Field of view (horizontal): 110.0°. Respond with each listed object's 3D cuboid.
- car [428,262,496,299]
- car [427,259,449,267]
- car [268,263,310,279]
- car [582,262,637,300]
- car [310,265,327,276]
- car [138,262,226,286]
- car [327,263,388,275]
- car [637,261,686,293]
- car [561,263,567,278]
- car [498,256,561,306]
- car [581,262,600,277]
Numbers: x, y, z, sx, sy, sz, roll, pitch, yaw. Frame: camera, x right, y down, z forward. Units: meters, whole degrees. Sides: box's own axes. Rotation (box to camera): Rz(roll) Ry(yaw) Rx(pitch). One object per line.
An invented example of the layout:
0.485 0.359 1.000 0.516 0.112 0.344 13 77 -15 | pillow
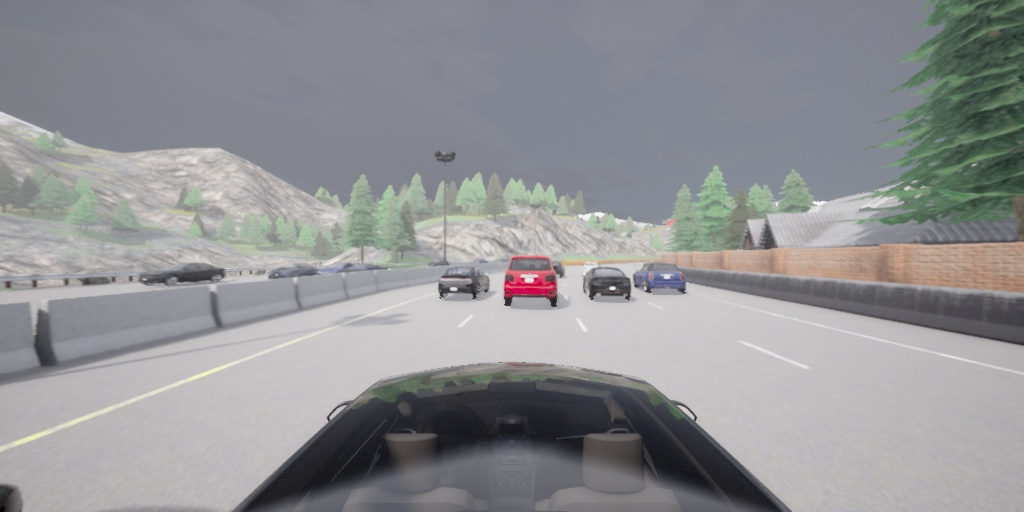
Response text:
-2.332 1.270 18.353 2.128 1.511 4.902 0 0 6 | car
-13.031 1.320 63.377 1.882 1.535 5.008 0 0 21 | car
-18.432 1.321 30.548 1.994 1.385 4.181 0 0 10 | car
4.680 1.276 18.191 1.882 1.535 5.008 0 0 6 | car
-14.783 1.295 31.049 1.812 1.442 4.674 0 0 11 | car
-22.833 1.210 25.082 1.882 1.535 5.008 0 0 8 | car
-11.755 1.319 28.340 2.033 1.411 5.357 0 0 9 | car
8.651 1.169 21.442 2.097 1.767 4.553 0 0 8 | car
4.346 1.341 36.169 1.837 1.490 4.892 0 0 13 | car
0.932 1.005 16.112 2.150 2.045 5.566 0 0 6 | car
8.496 1.379 38.402 1.812 1.442 4.674 0 0 14 | car
